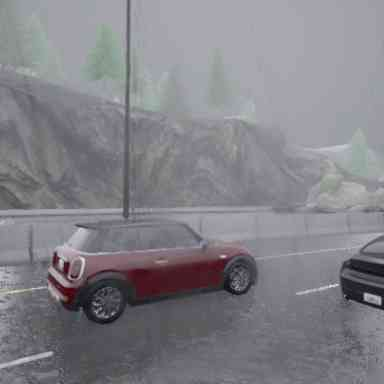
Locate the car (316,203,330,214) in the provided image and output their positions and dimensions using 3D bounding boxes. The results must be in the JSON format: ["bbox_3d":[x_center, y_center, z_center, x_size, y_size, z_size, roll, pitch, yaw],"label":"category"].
[{"bbox_3d":[15.065,1.872,32.193,5.357,1.411,2.033,1,0,-24],"label":"car"}]

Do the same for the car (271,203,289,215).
[{"bbox_3d":[11.472,1.919,38.229,4.718,1.301,1.895,1,0,-24],"label":"car"}]

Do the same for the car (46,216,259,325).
[{"bbox_3d":[-0.664,1.380,7.373,4.553,1.767,2.097,1,0,-34],"label":"car"}]

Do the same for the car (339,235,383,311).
[{"bbox_3d":[5.136,1.594,6.954,4.892,1.490,1.837,1,0,-32],"label":"car"}]

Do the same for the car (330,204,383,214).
[{"bbox_3d":[14.452,1.775,28.028,5.008,1.535,1.882,1,0,-24],"label":"car"}]

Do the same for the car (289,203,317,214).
[{"bbox_3d":[12.970,1.843,35.035,4.674,1.442,1.812,1,0,-24],"label":"car"}]
